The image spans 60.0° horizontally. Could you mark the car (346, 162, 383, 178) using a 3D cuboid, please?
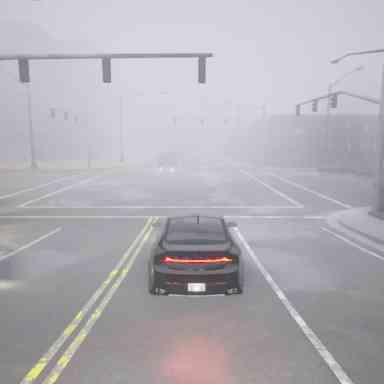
[{"bbox_3d":[18.631,-2.153,32.859,5.357,1.411,2.033,0,9,1],"label":"car"}]

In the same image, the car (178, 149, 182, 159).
[{"bbox_3d":[-3.493,-7.589,68.137,2.033,1.411,5.357,0,9,0],"label":"car"}]

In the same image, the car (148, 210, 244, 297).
[{"bbox_3d":[0.073,1.200,8.032,1.837,1.490,4.892,0,4,0],"label":"car"}]

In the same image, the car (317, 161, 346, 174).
[{"bbox_3d":[15.940,-2.672,36.331,4.181,1.385,1.994,0,9,0],"label":"car"}]

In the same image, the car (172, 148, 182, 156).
[{"bbox_3d":[-3.489,-9.438,78.867,2.097,1.767,4.553,0,9,0],"label":"car"}]

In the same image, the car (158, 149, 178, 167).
[{"bbox_3d":[-3.582,-4.787,47.824,2.150,2.045,5.566,0,9,0],"label":"car"}]
